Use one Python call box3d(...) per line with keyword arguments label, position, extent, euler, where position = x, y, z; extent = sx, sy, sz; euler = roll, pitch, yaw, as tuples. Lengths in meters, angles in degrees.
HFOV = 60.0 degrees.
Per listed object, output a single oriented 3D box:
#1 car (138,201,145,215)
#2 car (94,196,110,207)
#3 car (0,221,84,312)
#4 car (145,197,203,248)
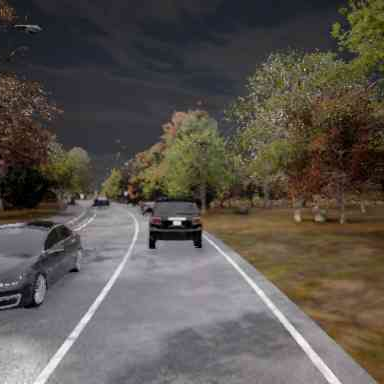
box3d(label="car", position=(-4.451, 1.604, 34.285), extent=(2.033, 1.411, 5.357), euler=(1, 0, -15))
box3d(label="car", position=(-13.419, 1.399, 49.552), extent=(1.882, 1.535, 5.008), euler=(2, -1, -21))
box3d(label="car", position=(-3.962, 1.511, 7.910), extent=(1.837, 1.490, 4.892), euler=(0, 0, -4))
box3d(label="car", position=(-0.857, 1.255, 15.125), extent=(2.150, 2.045, 5.566), euler=(1, 0, -6))
